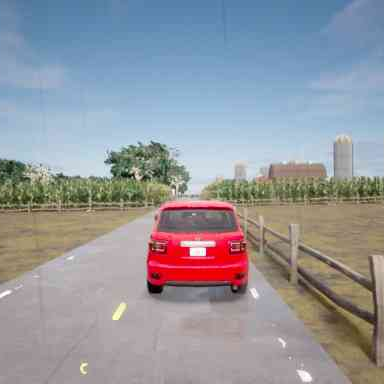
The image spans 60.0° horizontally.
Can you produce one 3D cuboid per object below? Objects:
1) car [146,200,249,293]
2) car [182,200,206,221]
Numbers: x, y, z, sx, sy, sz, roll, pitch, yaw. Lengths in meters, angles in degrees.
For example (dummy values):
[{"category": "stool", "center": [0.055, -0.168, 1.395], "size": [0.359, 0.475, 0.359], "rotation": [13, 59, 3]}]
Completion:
[{"category": "car", "center": [0.117, 1.220, 8.959], "size": [2.150, 2.045, 5.566], "rotation": [0, 0, 0]}, {"category": "car", "center": [0.161, 1.483, 28.126], "size": [1.837, 1.490, 4.892], "rotation": [0, 0, 0]}]
